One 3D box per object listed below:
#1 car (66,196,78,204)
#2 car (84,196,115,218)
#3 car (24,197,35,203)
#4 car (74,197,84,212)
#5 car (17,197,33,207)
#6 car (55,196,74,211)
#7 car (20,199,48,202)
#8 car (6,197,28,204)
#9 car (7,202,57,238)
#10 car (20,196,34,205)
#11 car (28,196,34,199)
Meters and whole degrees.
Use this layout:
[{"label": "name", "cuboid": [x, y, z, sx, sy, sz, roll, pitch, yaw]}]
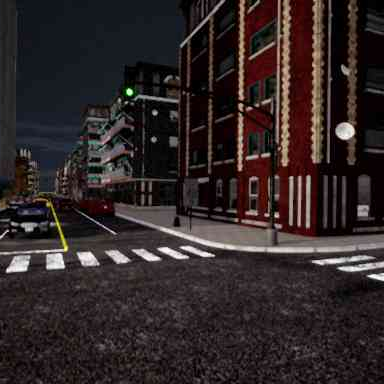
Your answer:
[{"label": "car", "cuboid": [-25.444, 1.622, 70.411, 1.967, 1.590, 4.097, 1, 0, -24]}, {"label": "car", "cuboid": [-8.496, 1.419, 31.156, 2.192, 1.841, 5.009, 1, 0, -24]}, {"label": "car", "cuboid": [-33.701, 1.654, 68.983, 1.802, 1.307, 4.206, 1, 0, -24]}, {"label": "car", "cuboid": [-12.960, 1.439, 41.412, 2.192, 1.841, 5.009, 1, 0, -24]}, {"label": "car", "cuboid": [-26.885, 1.594, 53.650, 2.008, 1.369, 4.403, 1, 0, -24]}, {"label": "car", "cuboid": [-16.373, 1.597, 43.076, 1.837, 1.490, 4.892, 1, -1, -24]}, {"label": "car", "cuboid": [-12.422, 1.550, 26.687, 1.812, 1.442, 4.674, 1, 0, -23]}, {"label": "car", "cuboid": [-20.188, 1.564, 38.266, 2.008, 1.369, 4.403, 1, 0, -24]}, {"label": "car", "cuboid": [-8.602, 1.498, 17.850, 2.128, 1.511, 4.902, 1, 0, -23]}, {"label": "car", "cuboid": [-29.158, 1.493, 58.759, 1.967, 1.590, 4.097, 1, 0, -24]}, {"label": "car", "cuboid": [-16.545, 1.521, 36.329, 1.882, 1.535, 5.008, 1, 0, -24]}]
